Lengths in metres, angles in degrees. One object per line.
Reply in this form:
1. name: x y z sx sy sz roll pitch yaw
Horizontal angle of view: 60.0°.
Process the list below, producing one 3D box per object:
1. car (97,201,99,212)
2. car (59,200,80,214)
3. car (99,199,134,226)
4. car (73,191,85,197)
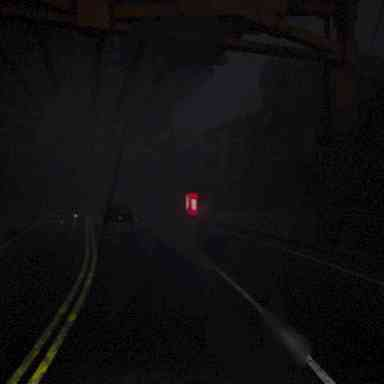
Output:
1. car: -9.761 1.475 37.481 2.033 1.411 5.357 -1 0 -18
2. car: -12.981 1.524 35.396 1.994 1.385 4.181 -1 0 -18
3. car: -5.179 1.426 22.904 1.882 1.535 5.008 -1 1 -17
4. car: -25.353 0.562 74.711 2.150 2.045 5.566 -1 1 -18
